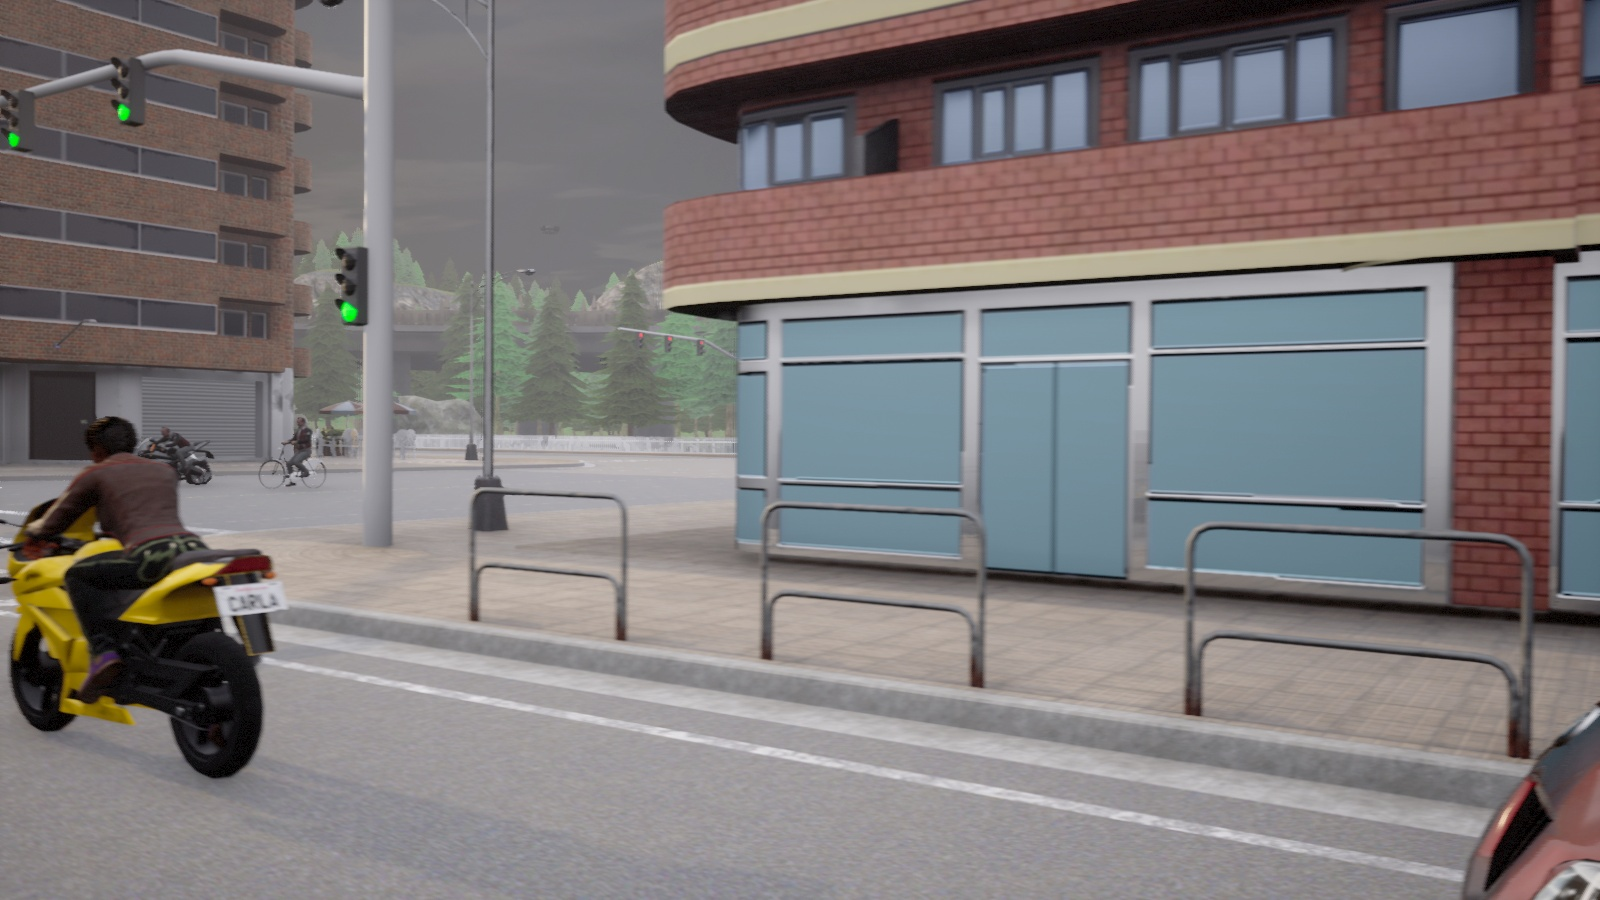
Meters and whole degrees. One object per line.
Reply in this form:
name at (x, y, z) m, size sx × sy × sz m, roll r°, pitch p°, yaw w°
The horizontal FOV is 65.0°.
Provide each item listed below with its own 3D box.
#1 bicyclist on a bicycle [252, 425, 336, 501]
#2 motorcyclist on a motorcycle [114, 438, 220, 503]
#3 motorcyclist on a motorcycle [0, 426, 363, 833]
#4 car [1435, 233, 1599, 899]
bicyclist on a bicycle at (-12.212, 0.297, 30.354) m, size 0.659 × 1.776 × 1.843 m, roll 0°, pitch 0°, yaw 34°
motorcyclist on a motorcycle at (-15.770, 0.482, 31.333) m, size 0.866 × 1.530 × 2.191 m, roll 0°, pitch 1°, yaw 34°
motorcyclist on a motorcycle at (-2.942, 0.664, 5.577) m, size 2.044 × 1.523 × 0.797 m, roll 0°, pitch 1°, yaw 34°
car at (3.408, 0.522, 1.358) m, size 4.611 × 1.667 × 2.242 m, roll -1°, pitch 1°, yaw 33°
